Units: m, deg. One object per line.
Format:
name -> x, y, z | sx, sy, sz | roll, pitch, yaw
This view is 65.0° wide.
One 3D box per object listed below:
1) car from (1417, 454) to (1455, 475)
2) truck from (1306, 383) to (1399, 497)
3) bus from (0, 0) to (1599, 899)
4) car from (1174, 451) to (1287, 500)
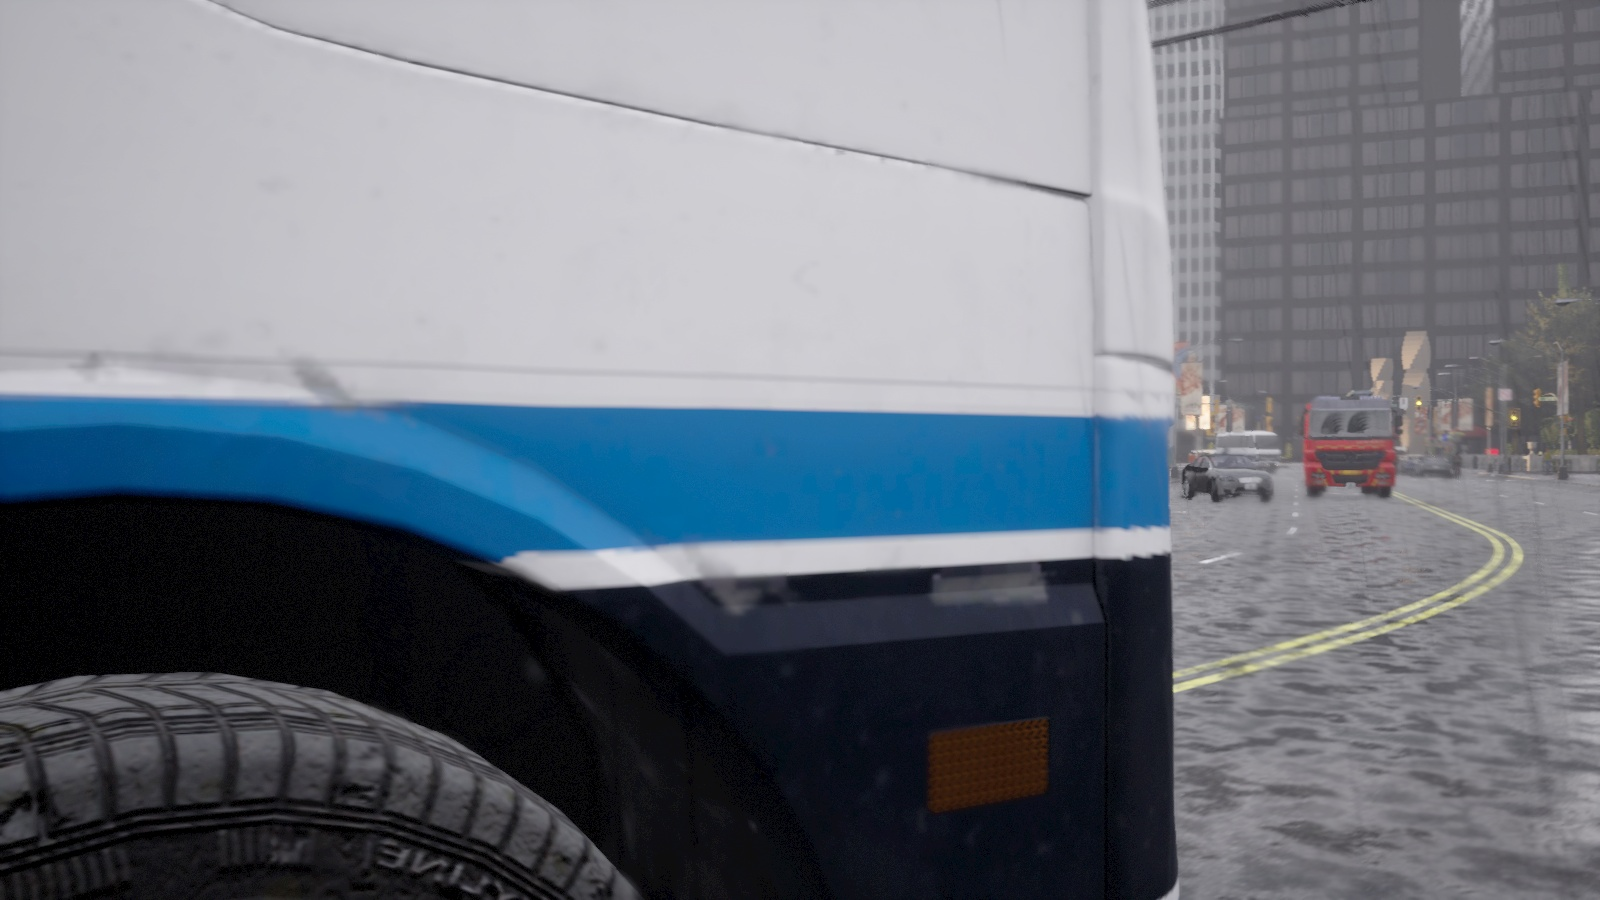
car -> 43.850, 0.969, 86.629 | 1.994, 1.385, 4.181 | 0, 0, 22
truck -> 20.463, -0.324, 46.882 | 2.891, 3.827, 8.468 | 0, 0, 22
bus -> -3.934, -0.618, 0.859 | 10.273, 4.253, 3.944 | 0, 0, -30
car -> 13.987, 0.795, 41.130 | 2.128, 1.511, 4.902 | 0, 0, 1
